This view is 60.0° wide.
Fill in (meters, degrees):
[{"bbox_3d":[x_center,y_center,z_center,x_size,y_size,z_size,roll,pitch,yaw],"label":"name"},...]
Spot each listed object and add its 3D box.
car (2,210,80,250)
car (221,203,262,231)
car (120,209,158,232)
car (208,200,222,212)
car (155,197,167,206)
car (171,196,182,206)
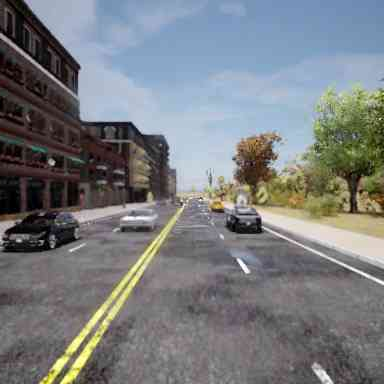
[{"bbox_3d":[-6.600,1.639,15.113,1.837,1.490,4.892,0,-1,0],"label":"car"},{"bbox_3d":[3.347,1.690,22.019,2.128,1.511,4.902,0,-1,0],"label":"car"},{"bbox_3d":[-3.344,1.795,21.707,1.895,1.301,4.718,0,-1,0],"label":"car"},{"bbox_3d":[3.335,1.892,45.848,1.882,1.535,5.008,0,-1,0],"label":"car"},{"bbox_3d":[-6.511,1.944,70.348,2.097,1.767,4.553,0,-1,0],"label":"car"},{"bbox_3d":[-3.261,1.814,70.289,2.150,2.045,5.566,0,-1,0],"label":"car"}]
